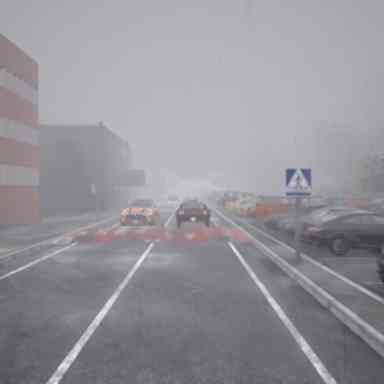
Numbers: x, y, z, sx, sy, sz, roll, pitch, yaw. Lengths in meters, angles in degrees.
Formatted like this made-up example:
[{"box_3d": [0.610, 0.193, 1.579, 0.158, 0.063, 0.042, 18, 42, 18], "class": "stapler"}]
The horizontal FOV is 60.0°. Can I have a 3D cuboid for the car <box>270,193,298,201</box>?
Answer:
[{"box_3d": [18.216, 0.898, 65.883, 4.892, 1.521, 2.231, 0, 1, -1], "class": "car"}]

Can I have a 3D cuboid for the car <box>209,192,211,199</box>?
[{"box_3d": [5.727, 1.126, 57.233, 4.674, 1.452, 2.002, 0, 1, -1], "class": "car"}]

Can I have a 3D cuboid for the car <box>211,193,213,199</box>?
[{"box_3d": [5.788, 1.223, 51.569, 4.674, 1.452, 2.002, 0, 0, -1], "class": "car"}]

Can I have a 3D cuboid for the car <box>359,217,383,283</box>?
[{"box_3d": [6.267, 1.385, 6.352, 5.008, 1.535, 2.097, 0, 0, -1], "class": "car"}]

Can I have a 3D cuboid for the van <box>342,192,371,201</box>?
[{"box_3d": [18.651, 1.035, 34.804, 4.442, 1.987, 1.878, 0, 0, -1], "class": "van"}]

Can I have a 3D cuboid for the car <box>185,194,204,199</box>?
[{"box_3d": [-0.055, 1.277, 37.752, 2.128, 1.511, 4.902, 0, 0, 0], "class": "car"}]

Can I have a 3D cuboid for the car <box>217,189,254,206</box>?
[{"box_3d": [5.966, 0.999, 37.432, 5.566, 2.045, 2.435, 0, 0, -1], "class": "car"}]

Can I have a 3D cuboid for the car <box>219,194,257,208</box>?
[{"box_3d": [5.908, 1.100, 43.083, 4.553, 1.767, 2.185, 0, 0, -1], "class": "car"}]

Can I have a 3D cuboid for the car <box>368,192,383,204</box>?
[{"box_3d": [18.625, 1.160, 29.284, 4.553, 1.767, 2.185, 0, 0, -1], "class": "car"}]

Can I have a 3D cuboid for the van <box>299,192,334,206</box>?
[{"box_3d": [18.269, 0.972, 48.922, 4.442, 1.987, 1.878, 0, 0, -1], "class": "van"}]

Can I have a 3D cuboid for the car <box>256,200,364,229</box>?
[{"box_3d": [6.122, 1.368, 17.654, 4.792, 1.488, 2.163, 0, 0, -1], "class": "car"}]

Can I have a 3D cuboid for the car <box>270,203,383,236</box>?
[{"box_3d": [6.184, 1.391, 14.828, 4.674, 1.452, 2.002, 0, 0, -1], "class": "car"}]

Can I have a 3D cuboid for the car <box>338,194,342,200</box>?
[{"box_3d": [18.512, 1.249, 37.629, 4.892, 1.521, 2.231, 0, 0, -1], "class": "car"}]

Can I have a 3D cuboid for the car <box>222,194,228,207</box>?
[{"box_3d": [6.154, 1.260, 34.609, 5.366, 1.575, 1.946, 0, 0, -1], "class": "car"}]

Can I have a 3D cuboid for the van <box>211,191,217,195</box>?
[{"box_3d": [5.870, 0.917, 54.524, 4.442, 1.987, 1.878, 0, 1, -1], "class": "van"}]

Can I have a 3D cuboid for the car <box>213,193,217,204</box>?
[{"box_3d": [5.841, 1.213, 45.909, 5.008, 1.535, 2.097, 0, 0, -1], "class": "car"}]

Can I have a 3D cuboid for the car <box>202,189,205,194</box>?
[{"box_3d": [5.510, 0.617, 79.832, 4.792, 1.488, 2.163, 0, 1, -1], "class": "car"}]

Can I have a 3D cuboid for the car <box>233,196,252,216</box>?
[{"box_3d": [6.245, 1.298, 26.132, 5.366, 1.575, 1.946, 0, 0, -1], "class": "car"}]

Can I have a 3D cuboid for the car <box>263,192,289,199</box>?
[{"box_3d": [18.144, 0.769, 71.653, 5.008, 1.535, 2.097, 0, 1, -1], "class": "car"}]

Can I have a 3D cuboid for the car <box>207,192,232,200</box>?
[{"box_3d": [5.598, 0.837, 68.530, 5.008, 1.535, 2.097, 0, 1, -1], "class": "car"}]

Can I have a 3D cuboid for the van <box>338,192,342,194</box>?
[{"box_3d": [18.593, 1.010, 40.454, 4.442, 1.987, 1.878, 0, 0, -1], "class": "van"}]

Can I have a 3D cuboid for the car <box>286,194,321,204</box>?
[{"box_3d": [18.322, 1.140, 54.705, 5.008, 1.535, 2.097, 0, 1, -1], "class": "car"}]

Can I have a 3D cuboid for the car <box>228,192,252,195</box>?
[{"box_3d": [6.030, 1.150, 31.781, 4.553, 1.767, 2.185, 0, 0, -1], "class": "car"}]

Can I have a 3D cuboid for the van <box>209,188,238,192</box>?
[{"box_3d": [5.811, 0.798, 60.053, 4.442, 1.987, 1.878, 0, 1, -1], "class": "van"}]

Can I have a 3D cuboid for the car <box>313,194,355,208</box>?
[{"box_3d": [18.414, 1.097, 43.400, 4.553, 1.767, 2.185, 0, 0, -1], "class": "car"}]

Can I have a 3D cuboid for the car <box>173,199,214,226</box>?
[{"box_3d": [0.055, 1.366, 19.930, 1.895, 1.301, 4.718, 0, -6, 0], "class": "car"}]

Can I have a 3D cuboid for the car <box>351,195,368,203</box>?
[{"box_3d": [18.569, 1.273, 32.107, 5.008, 1.535, 2.097, 0, 0, -1], "class": "car"}]

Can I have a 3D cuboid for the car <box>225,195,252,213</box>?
[{"box_3d": [5.844, 1.285, 28.954, 5.366, 1.575, 1.946, 0, 0, -1], "class": "car"}]

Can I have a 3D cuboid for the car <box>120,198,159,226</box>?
[{"box_3d": [-3.406, 1.226, 22.340, 2.097, 1.767, 4.553, 0, 0, 0], "class": "car"}]

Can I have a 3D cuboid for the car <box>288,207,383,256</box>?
[{"box_3d": [6.209, 1.403, 12.003, 4.674, 1.452, 2.002, 0, 0, -1], "class": "car"}]

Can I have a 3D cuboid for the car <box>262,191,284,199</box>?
[{"box_3d": [18.089, 0.584, 74.349, 4.553, 1.767, 2.185, 0, 1, -1], "class": "car"}]

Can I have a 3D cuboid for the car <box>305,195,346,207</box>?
[{"box_3d": [18.448, 1.240, 46.099, 4.792, 1.488, 2.163, 0, 0, -1], "class": "car"}]

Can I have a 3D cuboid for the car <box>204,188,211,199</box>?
[{"box_3d": [5.635, 0.710, 62.875, 5.566, 2.045, 2.435, 0, 1, -1], "class": "car"}]

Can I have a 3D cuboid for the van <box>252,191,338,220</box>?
[{"box_3d": [6.237, 1.100, 20.480, 4.442, 1.987, 1.878, 0, 0, -1], "class": "van"}]

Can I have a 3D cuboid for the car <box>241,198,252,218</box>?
[{"box_3d": [6.087, 1.353, 23.305, 4.674, 1.452, 2.002, 0, 0, -1], "class": "car"}]

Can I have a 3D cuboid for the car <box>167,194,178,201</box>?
[{"box_3d": [-3.707, 1.035, 64.440, 1.994, 1.385, 4.181, 0, 1, 0], "class": "car"}]
